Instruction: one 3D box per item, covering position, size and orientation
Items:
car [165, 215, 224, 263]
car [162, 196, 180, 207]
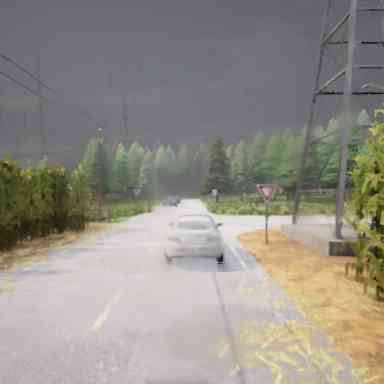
[{"bbox_3d":[0.127,1.527,11.839,1.812,1.442,4.674,0,0,2],"label":"car"},{"bbox_3d":[-3.285,1.360,49.910,2.097,1.767,4.553,0,0,0],"label":"car"}]
